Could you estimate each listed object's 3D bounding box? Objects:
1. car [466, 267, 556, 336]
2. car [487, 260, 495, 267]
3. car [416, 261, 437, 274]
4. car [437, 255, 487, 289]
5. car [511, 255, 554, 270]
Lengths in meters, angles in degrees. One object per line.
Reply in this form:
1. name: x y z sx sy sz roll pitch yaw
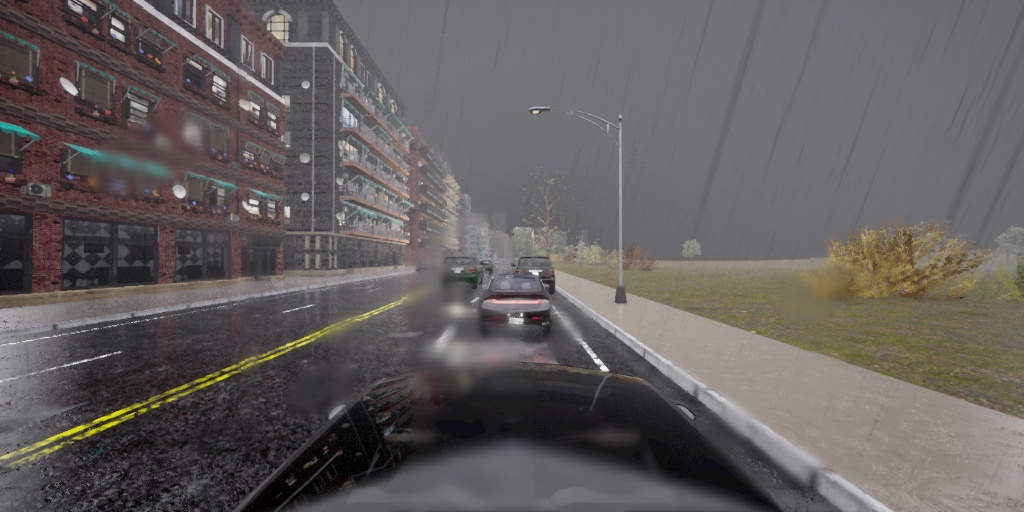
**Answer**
1. car: 0.107 1.242 10.399 2.128 1.511 4.902 0 0 0
2. car: -3.121 1.254 42.545 1.837 1.490 4.892 0 0 0
3. car: -9.823 1.296 42.466 2.033 1.411 5.357 0 0 0
4. car: -3.136 0.975 23.517 2.150 2.045 5.566 0 0 0
5. car: 1.151 0.976 20.268 2.150 2.045 5.566 0 0 0
